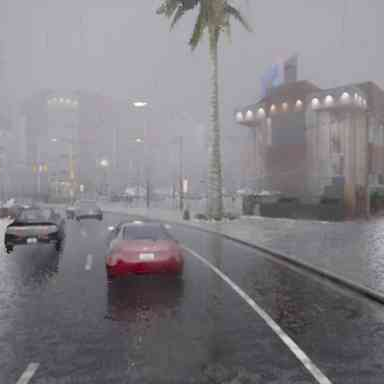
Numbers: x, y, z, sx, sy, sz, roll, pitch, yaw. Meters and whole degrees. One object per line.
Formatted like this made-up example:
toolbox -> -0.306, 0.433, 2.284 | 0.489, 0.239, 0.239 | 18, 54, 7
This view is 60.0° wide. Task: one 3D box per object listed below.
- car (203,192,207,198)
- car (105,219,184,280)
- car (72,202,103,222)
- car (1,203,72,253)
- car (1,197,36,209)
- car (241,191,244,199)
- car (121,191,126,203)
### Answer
car -> 0.151, 1.049, 69.033 | 4.718, 1.301, 1.895 | 0, 1, 42
car -> -1.527, 1.493, 9.905 | 1.994, 1.385, 4.181 | 0, 0, -13
car -> -8.184, 1.406, 25.030 | 1.994, 1.385, 4.181 | 0, 0, -32
car -> -6.211, 1.413, 13.568 | 2.128, 1.511, 4.902 | 0, 0, -19
car -> -13.965, 1.202, 26.981 | 2.097, 1.767, 4.553 | -1, 1, -39
car -> 8.319, 0.985, 52.760 | 4.674, 1.452, 2.002 | 0, 1, 42
car -> -11.781, 0.880, 55.419 | 4.553, 1.767, 2.185 | 0, 1, 42
